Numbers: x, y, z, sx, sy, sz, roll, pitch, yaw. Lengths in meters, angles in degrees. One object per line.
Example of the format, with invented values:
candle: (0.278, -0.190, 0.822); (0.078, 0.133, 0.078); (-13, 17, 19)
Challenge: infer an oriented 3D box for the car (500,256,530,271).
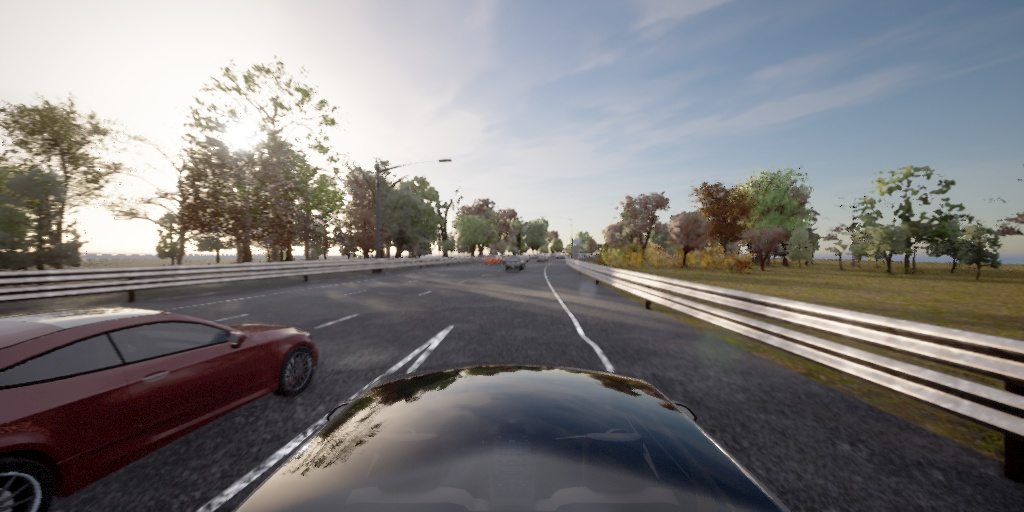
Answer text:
car: (0.440, 0.902, 40.047); (2.128, 1.511, 4.902); (0, 0, 8)

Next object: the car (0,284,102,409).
car: (-7.589, 1.221, 3.273); (1.837, 1.490, 4.892); (0, 1, 6)

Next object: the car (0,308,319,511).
car: (-4.039, 1.248, 3.583); (1.812, 1.442, 4.674); (0, 1, 6)

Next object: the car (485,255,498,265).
car: (-3.223, 0.568, 61.394); (2.097, 1.767, 4.553); (0, 1, 10)

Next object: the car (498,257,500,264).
car: (-0.329, 0.748, 57.562); (2.128, 1.511, 4.902); (0, 0, 10)
